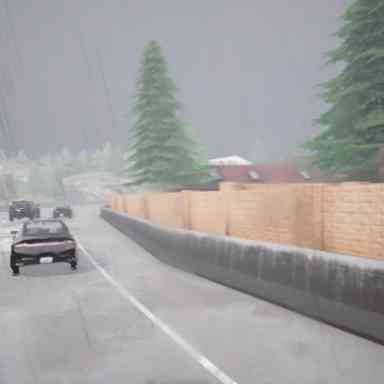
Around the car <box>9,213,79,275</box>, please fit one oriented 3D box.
[{"bbox_3d":[-5.072,1.711,11.419,2.128,1.511,4.902,-1,-1,-25],"label":"car"}]

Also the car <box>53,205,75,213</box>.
[{"bbox_3d":[-14.309,2.178,37.254,1.837,1.490,4.892,-1,0,-14],"label":"car"}]

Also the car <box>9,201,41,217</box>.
[{"bbox_3d":[-17.250,1.917,34.483,2.150,2.045,5.566,-1,0,-15],"label":"car"}]
